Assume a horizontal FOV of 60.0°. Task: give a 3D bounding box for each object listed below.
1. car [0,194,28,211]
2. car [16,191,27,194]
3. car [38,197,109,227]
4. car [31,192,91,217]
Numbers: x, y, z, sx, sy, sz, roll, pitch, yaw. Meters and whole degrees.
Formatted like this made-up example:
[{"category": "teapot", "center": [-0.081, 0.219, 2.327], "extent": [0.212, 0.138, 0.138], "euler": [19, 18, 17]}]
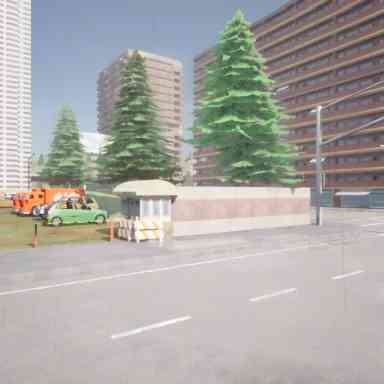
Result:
[{"category": "car", "center": [-24.546, 1.394, 44.099], "extent": [4.193, 1.474, 1.816], "euler": [0, 0, -35]}, {"category": "car", "center": [-25.825, 1.204, 46.621], "extent": [3.866, 1.878, 1.905], "euler": [0, 0, -35]}, {"category": "car", "center": [-7.458, 1.341, 21.482], "extent": [3.988, 1.617, 1.851], "euler": [0, 0, -35]}, {"category": "car", "center": [-9.483, 1.172, 25.532], "extent": [4.605, 1.855, 1.932], "euler": [0, 0, -35]}]
